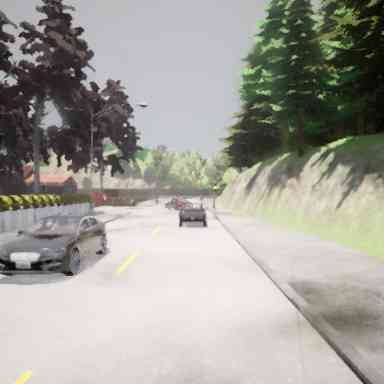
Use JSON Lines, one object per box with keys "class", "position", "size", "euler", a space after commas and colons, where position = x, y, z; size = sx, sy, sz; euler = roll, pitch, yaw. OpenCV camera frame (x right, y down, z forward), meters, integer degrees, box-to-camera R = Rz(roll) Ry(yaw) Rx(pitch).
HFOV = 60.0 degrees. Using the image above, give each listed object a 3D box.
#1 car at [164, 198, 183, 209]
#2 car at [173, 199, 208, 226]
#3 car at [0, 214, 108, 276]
{"class": "car", "position": [-1.805, 1.455, 40.810], "size": [1.812, 1.442, 4.674], "euler": [1, 0, -25]}
{"class": "car", "position": [0.063, 1.452, 22.962], "size": [2.128, 1.511, 4.902], "euler": [0, 0, 0]}
{"class": "car", "position": [-4.008, 1.474, 10.380], "size": [2.128, 1.511, 4.902], "euler": [0, 0, 0]}
